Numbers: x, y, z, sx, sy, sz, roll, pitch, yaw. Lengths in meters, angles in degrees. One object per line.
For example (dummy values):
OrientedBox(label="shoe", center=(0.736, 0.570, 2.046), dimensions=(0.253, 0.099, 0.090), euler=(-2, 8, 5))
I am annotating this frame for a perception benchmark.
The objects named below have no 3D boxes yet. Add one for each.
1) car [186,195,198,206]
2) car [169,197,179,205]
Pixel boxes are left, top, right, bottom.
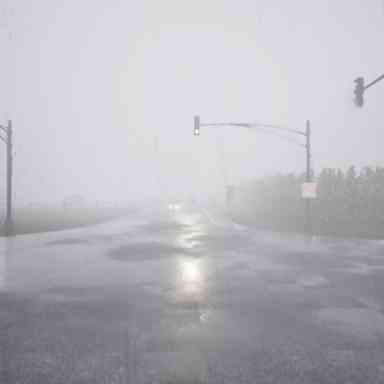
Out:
OrientedBox(label="car", center=(0.004, 1.789, 61.184), dimensions=(1.895, 1.301, 4.718), euler=(0, 0, 0))
OrientedBox(label="car", center=(-3.495, 1.702, 65.332), dimensions=(2.128, 1.511, 4.902), euler=(0, 0, 0))
